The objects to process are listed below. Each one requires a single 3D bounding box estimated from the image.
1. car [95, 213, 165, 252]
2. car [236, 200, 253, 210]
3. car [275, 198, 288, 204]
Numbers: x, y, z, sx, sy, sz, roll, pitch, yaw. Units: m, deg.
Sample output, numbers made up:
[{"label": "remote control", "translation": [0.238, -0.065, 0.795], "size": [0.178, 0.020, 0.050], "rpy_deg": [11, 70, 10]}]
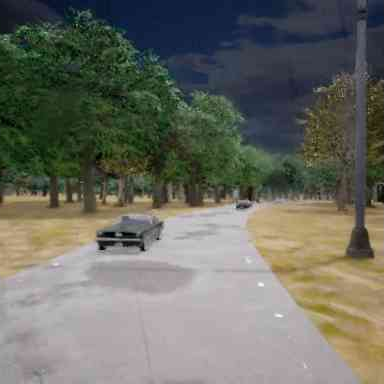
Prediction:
[{"label": "car", "translation": [-2.452, 1.600, 14.164], "size": [1.895, 1.301, 4.718], "rpy_deg": [0, 0, 5]}, {"label": "car", "translation": [7.619, 1.804, 47.794], "size": [1.895, 1.301, 4.718], "rpy_deg": [0, 0, 18]}, {"label": "car", "translation": [21.150, 2.158, 78.582], "size": [1.895, 1.301, 4.718], "rpy_deg": [1, -1, 30]}]
